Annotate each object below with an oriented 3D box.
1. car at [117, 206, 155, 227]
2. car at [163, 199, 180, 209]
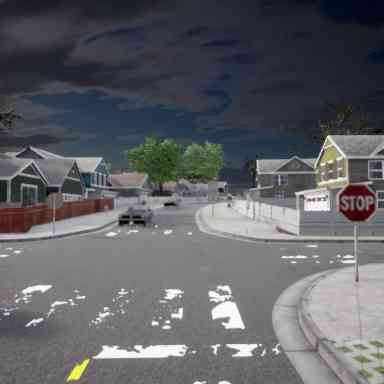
[{"bbox_3d":[-3.787,1.633,23.054,1.895,1.301,4.718,0,0,0],"label":"car"},{"bbox_3d":[-2.943,1.694,48.657,1.895,1.301,4.718,0,0,6],"label":"car"}]
